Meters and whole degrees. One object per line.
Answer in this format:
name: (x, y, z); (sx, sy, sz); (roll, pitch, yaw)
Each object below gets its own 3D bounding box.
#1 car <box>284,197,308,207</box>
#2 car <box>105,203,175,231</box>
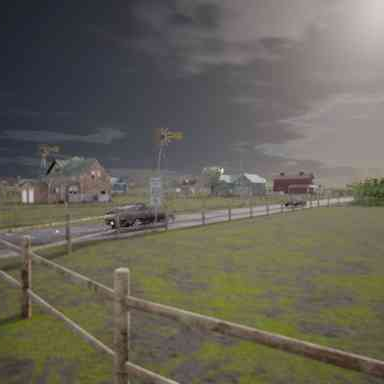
car: (14.215, 1.385, 45.185); (1.895, 1.301, 4.718); (-1, 0, 34)
car: (-2.958, 1.425, 20.067); (1.837, 1.490, 4.892); (-1, 0, 34)
